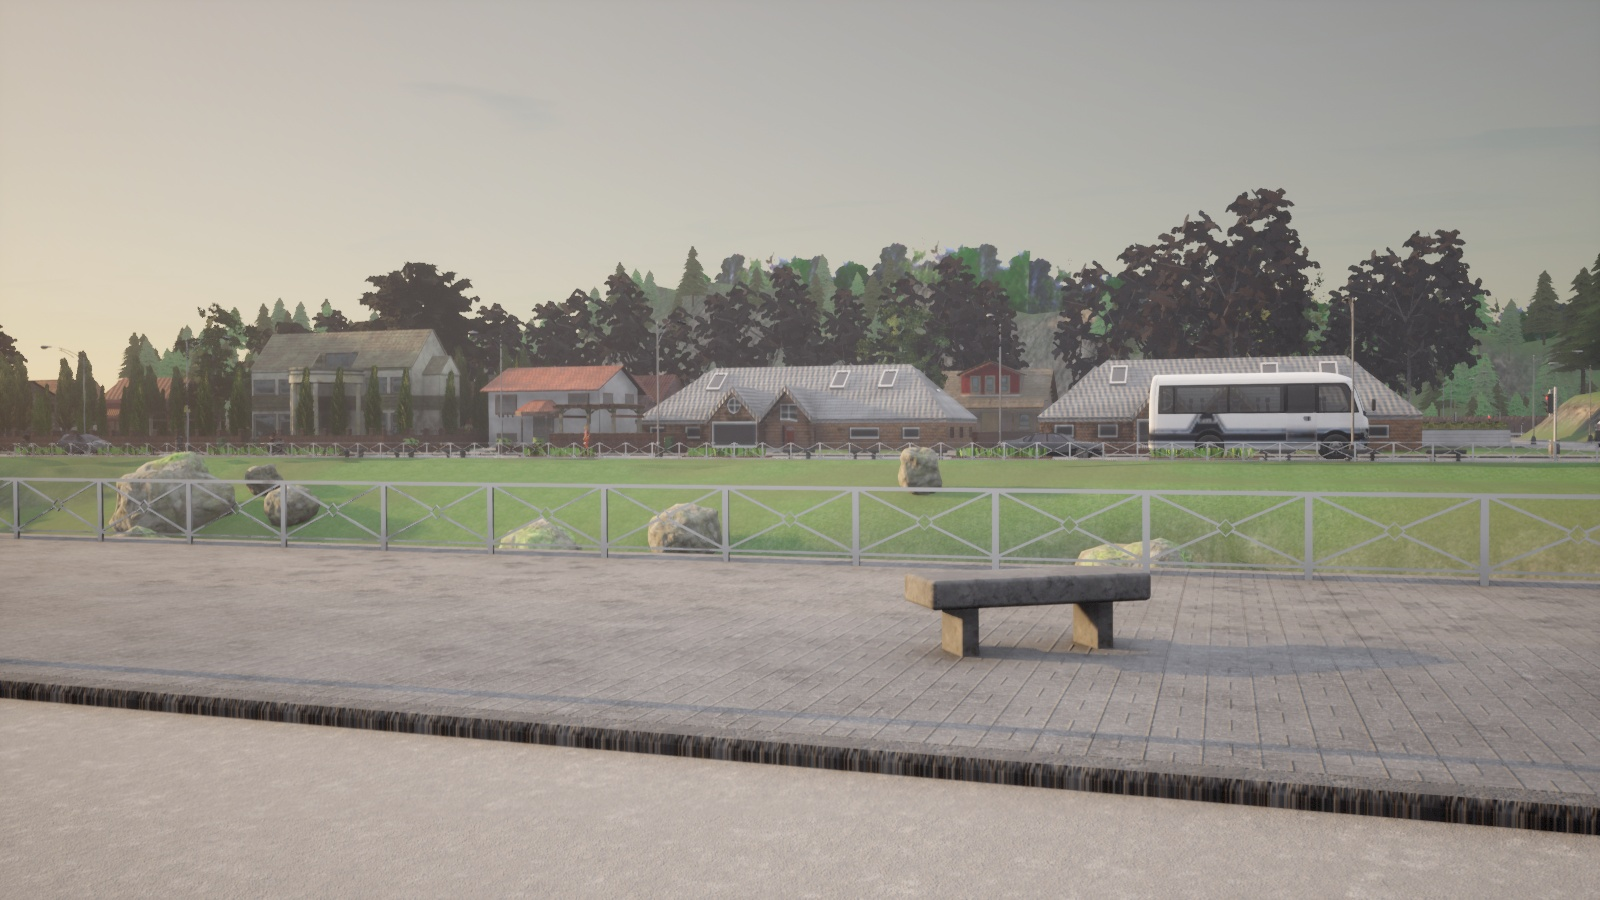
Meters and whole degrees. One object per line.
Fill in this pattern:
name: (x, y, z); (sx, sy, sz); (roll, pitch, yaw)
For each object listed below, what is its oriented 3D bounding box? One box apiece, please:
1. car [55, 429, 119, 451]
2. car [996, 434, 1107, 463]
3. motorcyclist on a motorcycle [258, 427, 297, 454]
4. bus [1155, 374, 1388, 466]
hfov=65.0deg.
car: (-48.255, -0.689, 85.003); (3.633, 1.501, 1.845); (1, 1, 19)
car: (12.919, -0.107, 64.415); (5.357, 1.411, 2.033); (1, 1, 19)
motorcyclist on a motorcycle: (-33.260, -0.618, 79.955); (2.350, 1.649, 0.766); (1, 1, 19)
bus: (22.714, -1.443, 61.097); (10.273, 4.253, 3.944); (1, 1, 19)
